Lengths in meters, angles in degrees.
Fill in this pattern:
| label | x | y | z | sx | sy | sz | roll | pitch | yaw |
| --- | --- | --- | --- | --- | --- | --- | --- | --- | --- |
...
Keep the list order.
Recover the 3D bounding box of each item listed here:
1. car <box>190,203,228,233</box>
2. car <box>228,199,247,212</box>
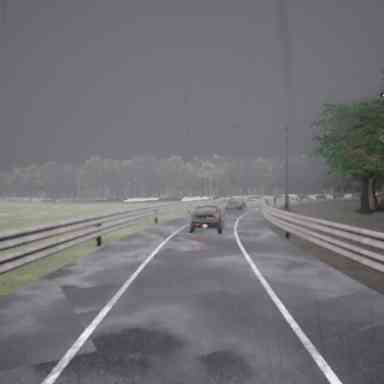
| label | x | y | z | sx | sy | sz | roll | pitch | yaw |
| --- | --- | --- | --- | --- | --- | --- | --- | --- | --- |
| car | 1.022 | 1.590 | 20.414 | 1.837 | 1.490 | 4.892 | 0 | 0 | 8 |
| car | 5.276 | 1.558 | 39.269 | 2.128 | 1.511 | 4.902 | 0 | 0 | 18 |
